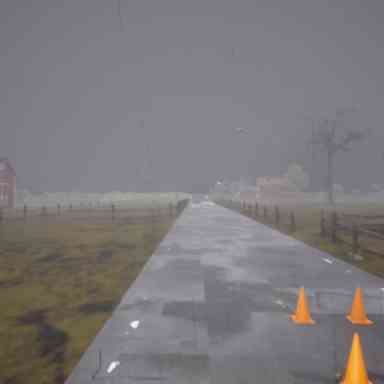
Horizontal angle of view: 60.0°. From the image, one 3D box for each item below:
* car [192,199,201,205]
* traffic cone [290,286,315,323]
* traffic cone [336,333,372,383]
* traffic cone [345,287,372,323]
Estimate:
[{"bbox_3d":[1.016,2.143,72.985,2.033,1.411,5.357,0,-1,1],"label":"car"},{"bbox_3d":[1.975,1.987,5.963,0.340,0.580,0.340,0,0,1],"label":"traffic cone"},{"bbox_3d":[1.957,1.981,3.963,0.340,0.580,0.340,0,0,1],"label":"traffic cone"},{"bbox_3d":[2.975,1.994,5.954,0.340,0.580,0.340,0,0,1],"label":"traffic cone"}]
